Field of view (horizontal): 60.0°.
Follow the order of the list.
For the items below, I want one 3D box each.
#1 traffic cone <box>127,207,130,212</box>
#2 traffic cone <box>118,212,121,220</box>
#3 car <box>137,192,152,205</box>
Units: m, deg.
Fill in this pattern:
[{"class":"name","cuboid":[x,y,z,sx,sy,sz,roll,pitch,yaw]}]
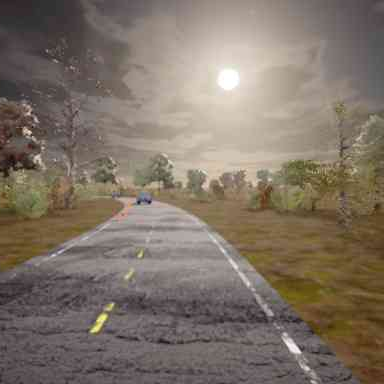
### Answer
[{"class":"traffic cone","cuboid":[-6.097,1.828,30.366,0.340,0.580,0.340,0,0,-7]},{"class":"traffic cone","cuboid":[-5.547,1.849,25.448,0.340,0.580,0.340,0,0,-6]},{"class":"car","cuboid":[-7.883,0.984,55.098,2.150,2.045,5.566,0,0,-12]}]
